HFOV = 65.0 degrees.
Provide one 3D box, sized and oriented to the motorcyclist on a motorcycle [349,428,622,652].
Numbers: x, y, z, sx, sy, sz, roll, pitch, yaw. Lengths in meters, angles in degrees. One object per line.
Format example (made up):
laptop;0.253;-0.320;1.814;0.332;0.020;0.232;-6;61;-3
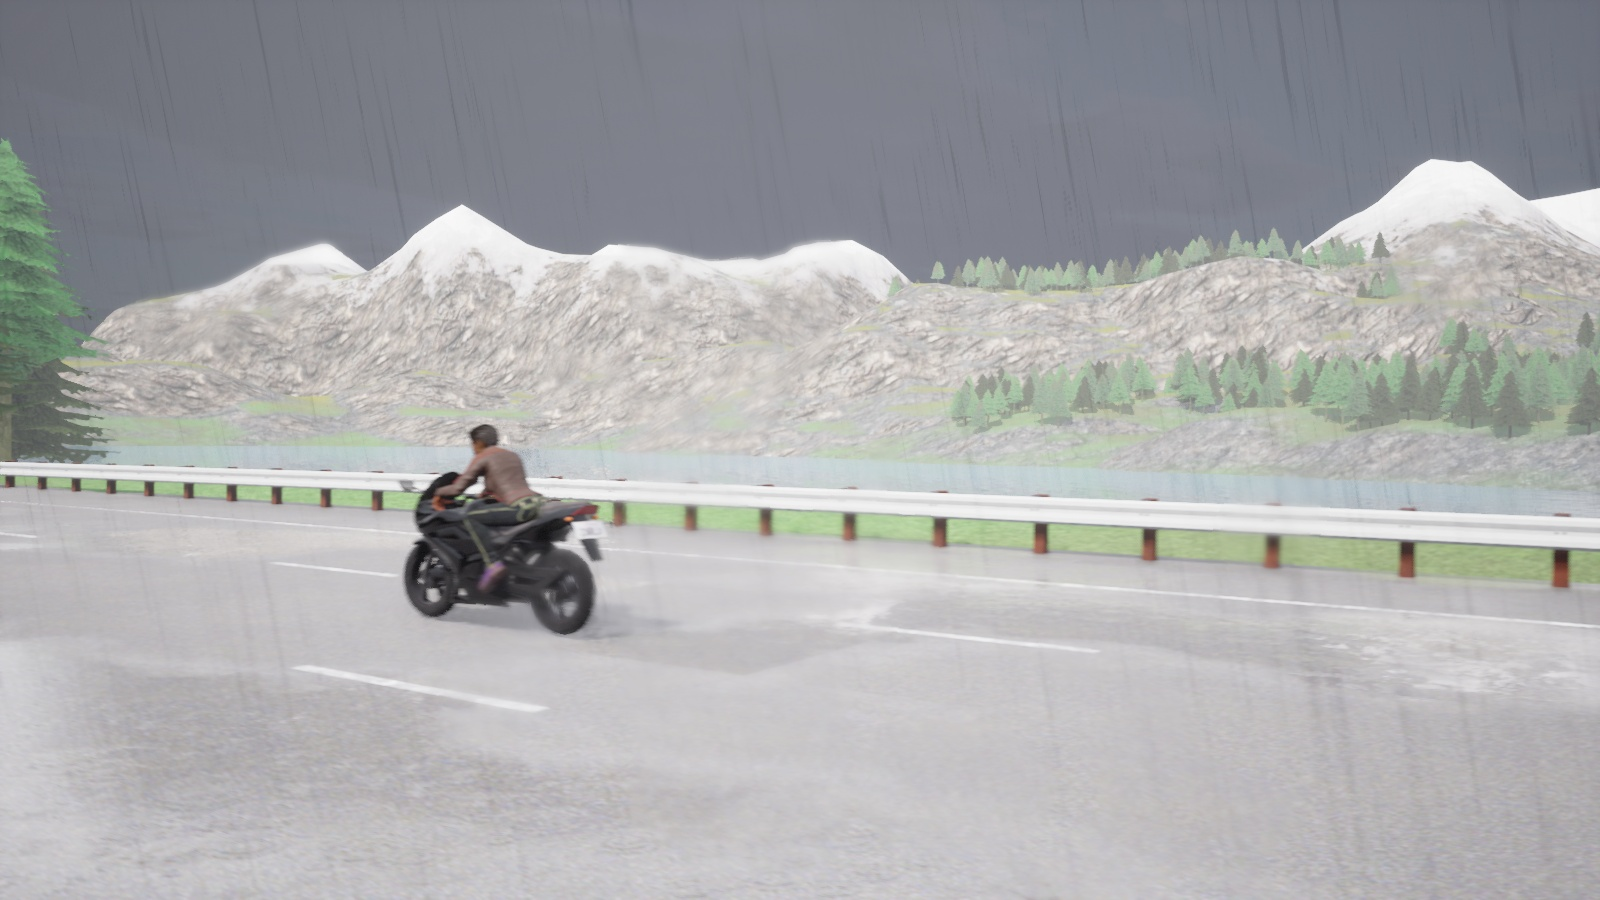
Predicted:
motorcyclist on a motorcycle;-2.384;0.606;9.409;2.044;1.523;0.797;0;1;34
